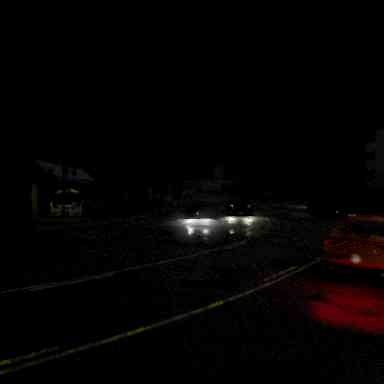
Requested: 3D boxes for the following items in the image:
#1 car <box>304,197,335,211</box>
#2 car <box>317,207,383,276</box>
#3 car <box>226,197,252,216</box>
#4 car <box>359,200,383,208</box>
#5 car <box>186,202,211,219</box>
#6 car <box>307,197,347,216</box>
[{"bbox_3d":[15.471,1.392,40.613,2.128,1.511,4.902,0,0,2],"label":"car"},{"bbox_3d":[5.383,1.450,9.898,1.882,1.535,5.008,0,0,37],"label":"car"},{"bbox_3d":[4.408,1.294,31.569,2.097,1.767,4.553,0,0,3],"label":"car"},{"bbox_3d":[14.667,1.433,26.346,1.837,1.490,4.892,0,0,6],"label":"car"},{"bbox_3d":[0.614,1.520,28.487,1.994,1.385,4.181,0,0,5],"label":"car"},{"bbox_3d":[11.364,1.409,28.055,1.882,1.535,5.008,0,0,4],"label":"car"}]
